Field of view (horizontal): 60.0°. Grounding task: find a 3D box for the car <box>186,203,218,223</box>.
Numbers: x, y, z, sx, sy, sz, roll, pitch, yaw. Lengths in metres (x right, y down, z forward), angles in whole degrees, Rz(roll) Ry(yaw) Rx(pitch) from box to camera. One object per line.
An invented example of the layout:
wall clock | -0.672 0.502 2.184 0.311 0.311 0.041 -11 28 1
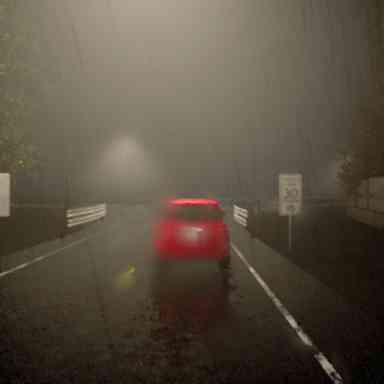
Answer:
car | 0.946 1.665 27.430 1.994 1.385 4.181 0 0 11

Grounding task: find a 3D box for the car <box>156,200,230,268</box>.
car | 0.040 1.265 11.531 2.150 2.045 5.566 0 0 0
